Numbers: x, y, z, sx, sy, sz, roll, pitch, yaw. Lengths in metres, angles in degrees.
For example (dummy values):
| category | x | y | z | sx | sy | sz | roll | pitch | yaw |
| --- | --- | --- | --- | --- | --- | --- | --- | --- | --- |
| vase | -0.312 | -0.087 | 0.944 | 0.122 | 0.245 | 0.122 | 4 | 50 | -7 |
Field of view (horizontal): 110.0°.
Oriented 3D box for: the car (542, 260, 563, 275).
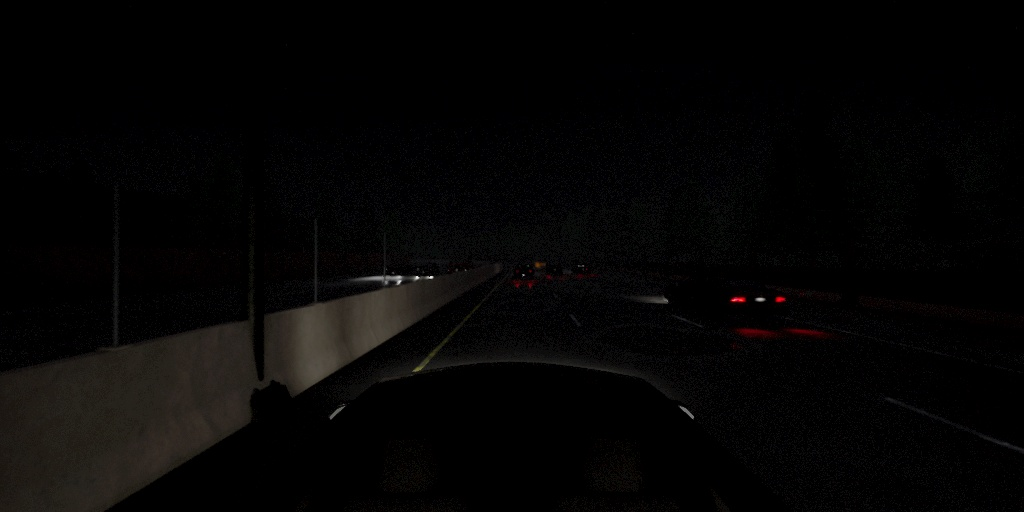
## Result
| category | x | y | z | sx | sy | sz | roll | pitch | yaw |
| --- | --- | --- | --- | --- | --- | --- | --- | --- | --- |
| car | 4.919 | 1.405 | 42.796 | 1.882 | 1.535 | 5.008 | 0 | -1 | 2 |

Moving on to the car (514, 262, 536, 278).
| category | x | y | z | sx | sy | sz | roll | pitch | yaw |
| --- | --- | --- | --- | --- | --- | --- | --- | --- | --- |
| car | 1.180 | 1.496 | 35.761 | 1.895 | 1.301 | 4.718 | 0 | 0 | 2 |

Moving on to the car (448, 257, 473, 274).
| category | x | y | z | sx | sy | sz | roll | pitch | yaw |
| --- | --- | --- | --- | --- | --- | --- | --- | --- | --- |
| car | -5.755 | 1.121 | 40.761 | 2.150 | 2.045 | 5.566 | 0 | 0 | 2 |

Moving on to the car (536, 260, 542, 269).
| category | x | y | z | sx | sy | sz | roll | pitch | yaw |
| --- | --- | --- | --- | --- | --- | --- | --- | --- | --- |
| car | 5.107 | 1.497 | 64.253 | 1.882 | 1.535 | 5.008 | 0 | -1 | -3 |

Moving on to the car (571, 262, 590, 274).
| category | x | y | z | sx | sy | sz | roll | pitch | yaw |
| --- | --- | --- | --- | --- | --- | --- | --- | --- | --- |
| car | 8.487 | 1.427 | 44.717 | 2.128 | 1.511 | 4.902 | 0 | 0 | 2 |

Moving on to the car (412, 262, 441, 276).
| category | x | y | z | sx | sy | sz | roll | pitch | yaw |
| --- | --- | --- | --- | --- | --- | --- | --- | --- | --- |
| car | -9.280 | 1.437 | 40.253 | 1.812 | 1.442 | 4.674 | 0 | 0 | 2 |

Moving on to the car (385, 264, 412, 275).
| category | x | y | z | sx | sy | sz | roll | pitch | yaw |
| --- | --- | --- | --- | --- | --- | --- | --- | --- | --- |
| car | -12.756 | 1.512 | 40.894 | 1.895 | 1.301 | 4.718 | 0 | 0 | 2 |

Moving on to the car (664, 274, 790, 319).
| category | x | y | z | sx | sy | sz | roll | pitch | yaw |
| --- | --- | --- | --- | --- | --- | --- | --- | --- | --- |
| car | 7.413 | 1.348 | 13.073 | 2.033 | 1.411 | 5.357 | 0 | 0 | 2 |
